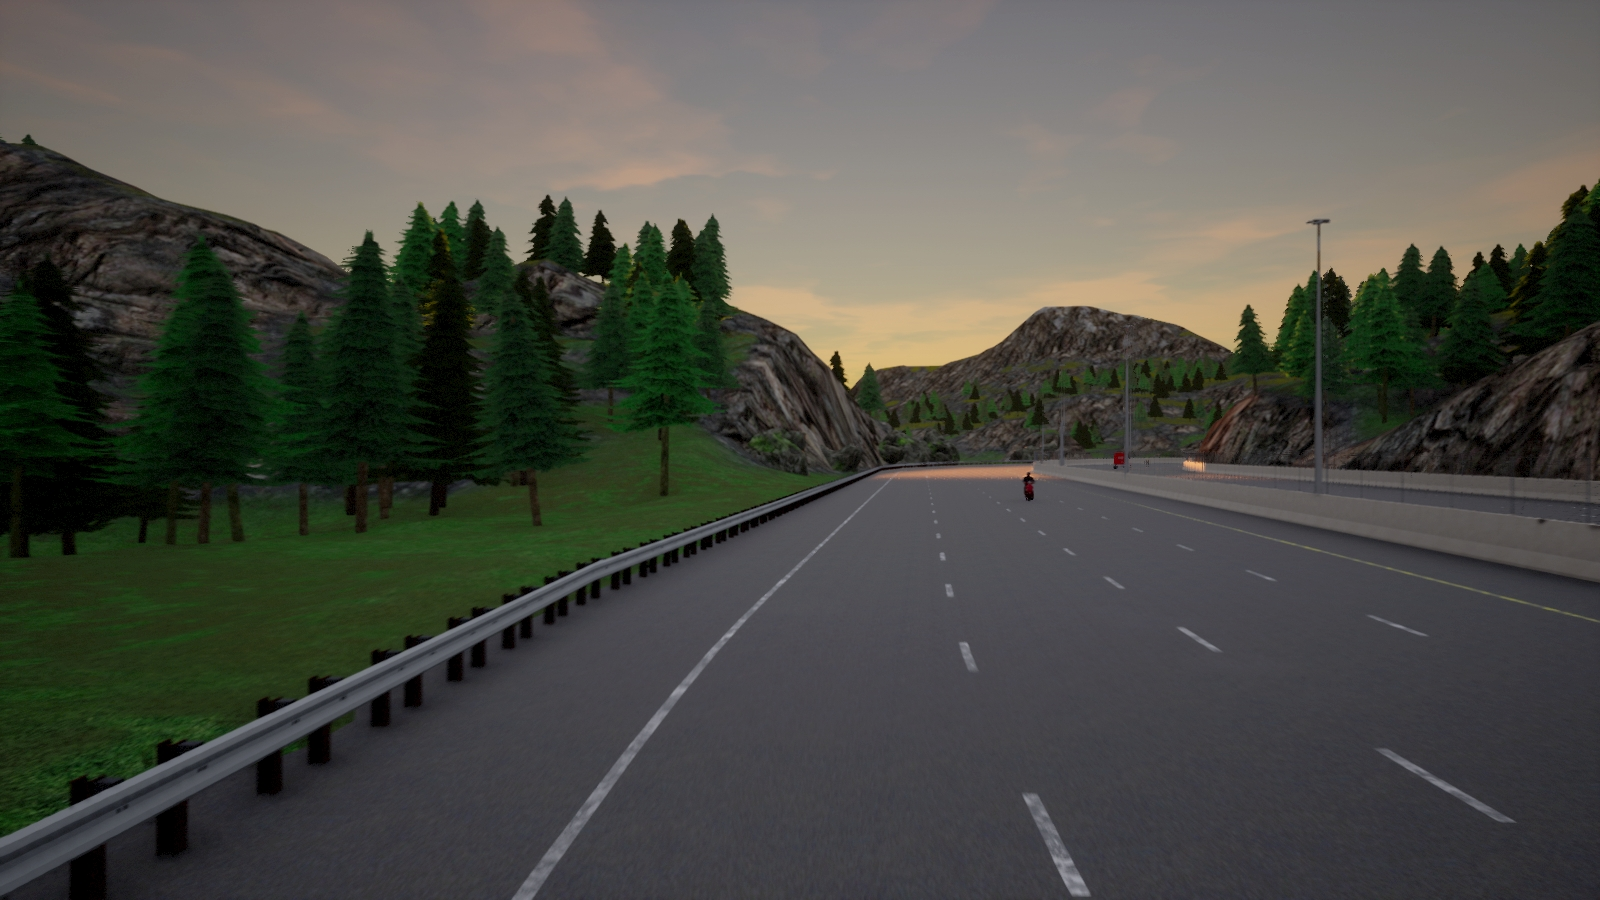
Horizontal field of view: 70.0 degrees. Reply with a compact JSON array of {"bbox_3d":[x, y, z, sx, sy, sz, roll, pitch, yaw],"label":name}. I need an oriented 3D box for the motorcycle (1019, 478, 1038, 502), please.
[{"bbox_3d":[12.485,2.194,62.358,0.856,1.236,1.805,0,0,6],"label":"motorcycle"}]
